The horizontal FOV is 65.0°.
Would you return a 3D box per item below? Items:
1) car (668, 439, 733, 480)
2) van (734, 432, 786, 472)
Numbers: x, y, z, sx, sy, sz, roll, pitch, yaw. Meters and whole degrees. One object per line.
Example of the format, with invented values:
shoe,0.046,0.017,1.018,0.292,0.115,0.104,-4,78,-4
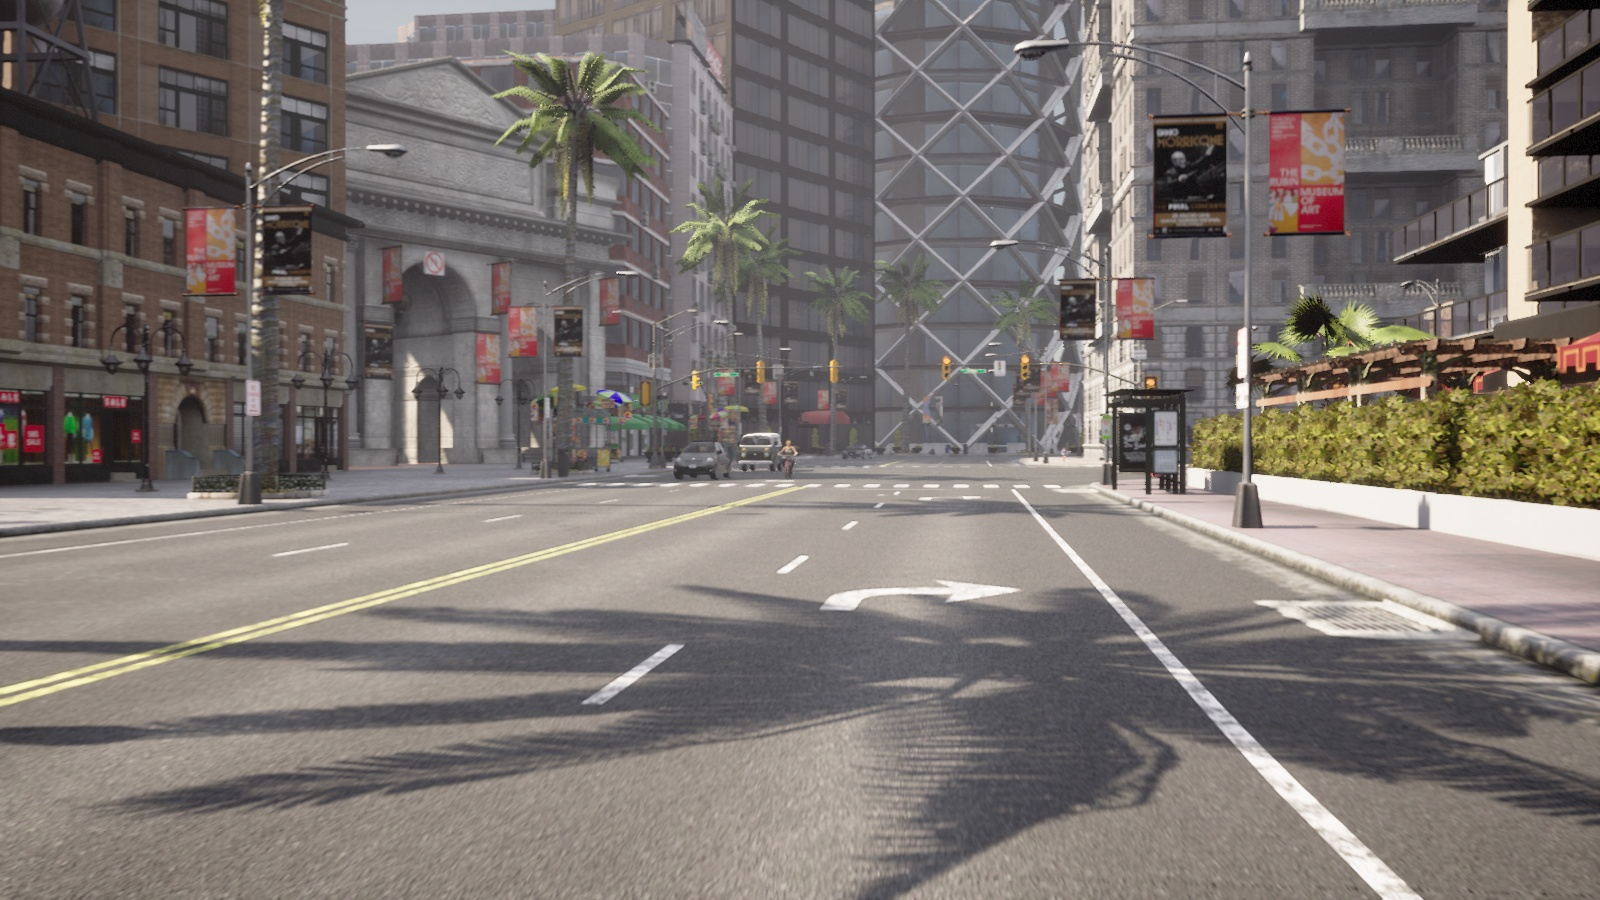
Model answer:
car,-4.037,0.349,51.634,1.851,1.617,3.988,0,0,8
van,-2.069,0.094,66.255,2.069,2.038,4.480,0,0,8
